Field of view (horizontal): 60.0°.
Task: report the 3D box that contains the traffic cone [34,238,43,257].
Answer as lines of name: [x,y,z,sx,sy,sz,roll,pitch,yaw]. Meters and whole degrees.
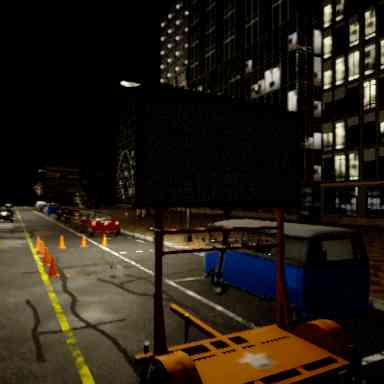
traffic cone: [-6.025,2.268,13.343,0.340,0.580,0.340,1,-2,-28]

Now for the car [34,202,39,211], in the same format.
car: [-27.216,2.874,60.769,1.967,1.590,4.097,1,-2,-28]

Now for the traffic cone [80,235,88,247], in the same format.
traffic cone: [-5.220,2.347,16.053,0.340,0.580,0.340,1,-2,-28]

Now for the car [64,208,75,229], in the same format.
car: [-8.866,2.180,26.911,1.752,1.417,4.829,1,-2,-28]

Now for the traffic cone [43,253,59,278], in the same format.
traffic cone: [-4.119,2.190,9.826,0.340,0.580,0.340,1,-2,-28]

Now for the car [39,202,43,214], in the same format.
car: [-22.030,2.735,51.200,1.752,1.417,4.829,1,-2,-28]

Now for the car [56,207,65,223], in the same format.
car: [-11.419,2.343,31.619,1.802,1.307,4.206,1,-2,-28]

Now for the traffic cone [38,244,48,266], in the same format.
traffic cone: [-5.073,2.228,11.584,0.340,0.580,0.340,1,-2,-28]

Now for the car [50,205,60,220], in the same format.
car: [-14.052,2.453,36.476,1.802,1.307,4.206,1,-2,-28]

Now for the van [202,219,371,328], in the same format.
van: [1.748,1.559,7.334,1.690,1.788,3.998,1,-2,-28]

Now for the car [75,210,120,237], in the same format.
car: [-6.152,1.982,21.906,1.967,1.590,4.097,1,-2,-28]

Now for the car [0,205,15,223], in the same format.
car: [-18.764,2.287,33.087,2.033,1.411,5.357,1,-2,-28]

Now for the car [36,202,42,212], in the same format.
car: [-24.583,2.885,55.908,1.947,1.339,4.313,1,-2,-28]

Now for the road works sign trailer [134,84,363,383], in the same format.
road works sign trailer: [0.349,0.590,4.320,2.380,3.560,2.880,1,-2,-28]

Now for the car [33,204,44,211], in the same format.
car: [-32.563,3.193,70.631,1.752,1.417,4.829,1,-2,-28]

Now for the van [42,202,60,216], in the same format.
van: [-19.317,2.435,46.198,1.690,1.788,3.998,1,-2,-28]

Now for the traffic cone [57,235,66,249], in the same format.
traffic cone: [-6.098,2.327,15.577,0.340,0.580,0.340,1,-2,-28]
